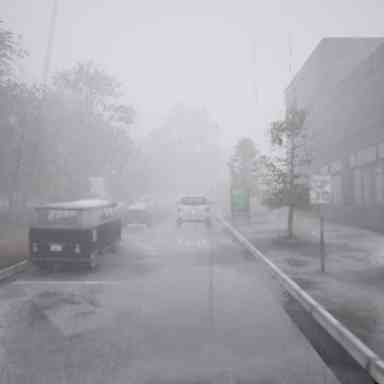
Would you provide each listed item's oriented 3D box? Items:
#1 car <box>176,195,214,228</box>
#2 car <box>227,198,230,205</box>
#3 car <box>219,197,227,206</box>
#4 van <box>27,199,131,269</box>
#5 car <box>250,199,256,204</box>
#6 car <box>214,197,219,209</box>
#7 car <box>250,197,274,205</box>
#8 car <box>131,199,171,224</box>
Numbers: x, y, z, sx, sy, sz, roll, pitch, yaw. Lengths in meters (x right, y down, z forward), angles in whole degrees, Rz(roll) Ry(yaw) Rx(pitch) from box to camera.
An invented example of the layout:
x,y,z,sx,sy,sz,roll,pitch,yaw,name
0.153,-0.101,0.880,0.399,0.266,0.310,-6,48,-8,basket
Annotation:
x,y,z,sx,sy,sz,roll,pitch,yaw,name
0.126,1.219,22.543,2.150,2.045,5.566,0,0,1,car
6.874,1.664,60.231,2.097,1.535,5.008,-3,-4,36,car
3.434,1.592,55.487,2.231,1.521,4.892,-2,-1,29,car
-3.622,1.271,11.277,1.878,1.987,4.442,1,0,2,van
10.405,1.765,64.677,2.231,1.521,4.892,-4,-3,42,car
1.735,1.419,40.911,1.837,1.490,4.892,-1,0,12,car
14.517,1.870,68.470,5.008,1.535,2.097,1,-4,-40,car
-3.391,1.352,28.238,2.185,1.767,4.553,-1,1,2,car
